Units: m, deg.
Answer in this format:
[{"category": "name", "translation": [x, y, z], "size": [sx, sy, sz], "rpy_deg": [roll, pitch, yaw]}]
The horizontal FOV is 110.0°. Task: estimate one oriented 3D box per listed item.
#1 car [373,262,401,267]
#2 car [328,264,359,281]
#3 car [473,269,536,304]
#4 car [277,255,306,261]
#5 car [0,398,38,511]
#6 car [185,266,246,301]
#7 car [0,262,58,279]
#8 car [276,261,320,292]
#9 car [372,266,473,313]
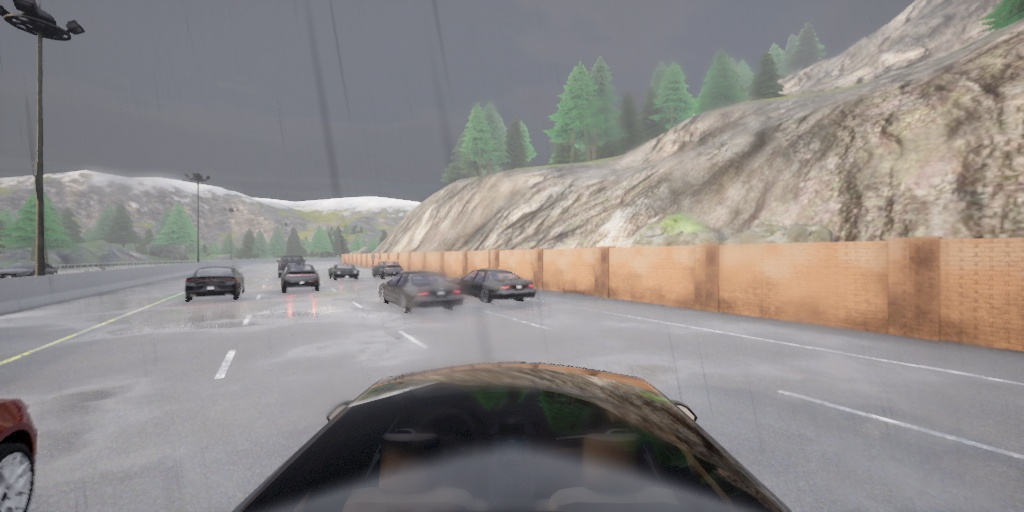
[{"category": "car", "translation": [-10.998, 1.226, 31.629], "size": [2.128, 1.511, 4.902], "rpy_deg": [0, 0, -33]}, {"category": "car", "translation": [-14.294, 1.336, 30.277], "size": [1.895, 1.301, 4.718], "rpy_deg": [0, 0, -33]}, {"category": "car", "translation": [-1.083, 1.289, 16.400], "size": [2.033, 1.411, 5.357], "rpy_deg": [0, 0, -33]}, {"category": "car", "translation": [-20.795, 0.951, 33.849], "size": [2.150, 2.045, 5.566], "rpy_deg": [0, 0, -33]}, {"category": "car", "translation": [-3.346, 1.228, 0.601], "size": [1.882, 1.535, 5.008], "rpy_deg": [0, 0, -33]}, {"category": "car", "translation": [-14.340, 1.219, 17.515], "size": [1.882, 1.535, 5.008], "rpy_deg": [0, 0, -33]}, {"category": "car", "translation": [-38.194, 1.271, 28.318], "size": [1.837, 1.490, 4.892], "rpy_deg": [0, 0, -33]}, {"category": "car", "translation": [-12.611, 1.232, 21.274], "size": [2.128, 1.511, 4.902], "rpy_deg": [0, 0, -33]}, {"category": "car", "translation": [-3.729, 1.290, 14.038], "size": [2.033, 1.411, 5.357], "rpy_deg": [0, 0, -33]}]
